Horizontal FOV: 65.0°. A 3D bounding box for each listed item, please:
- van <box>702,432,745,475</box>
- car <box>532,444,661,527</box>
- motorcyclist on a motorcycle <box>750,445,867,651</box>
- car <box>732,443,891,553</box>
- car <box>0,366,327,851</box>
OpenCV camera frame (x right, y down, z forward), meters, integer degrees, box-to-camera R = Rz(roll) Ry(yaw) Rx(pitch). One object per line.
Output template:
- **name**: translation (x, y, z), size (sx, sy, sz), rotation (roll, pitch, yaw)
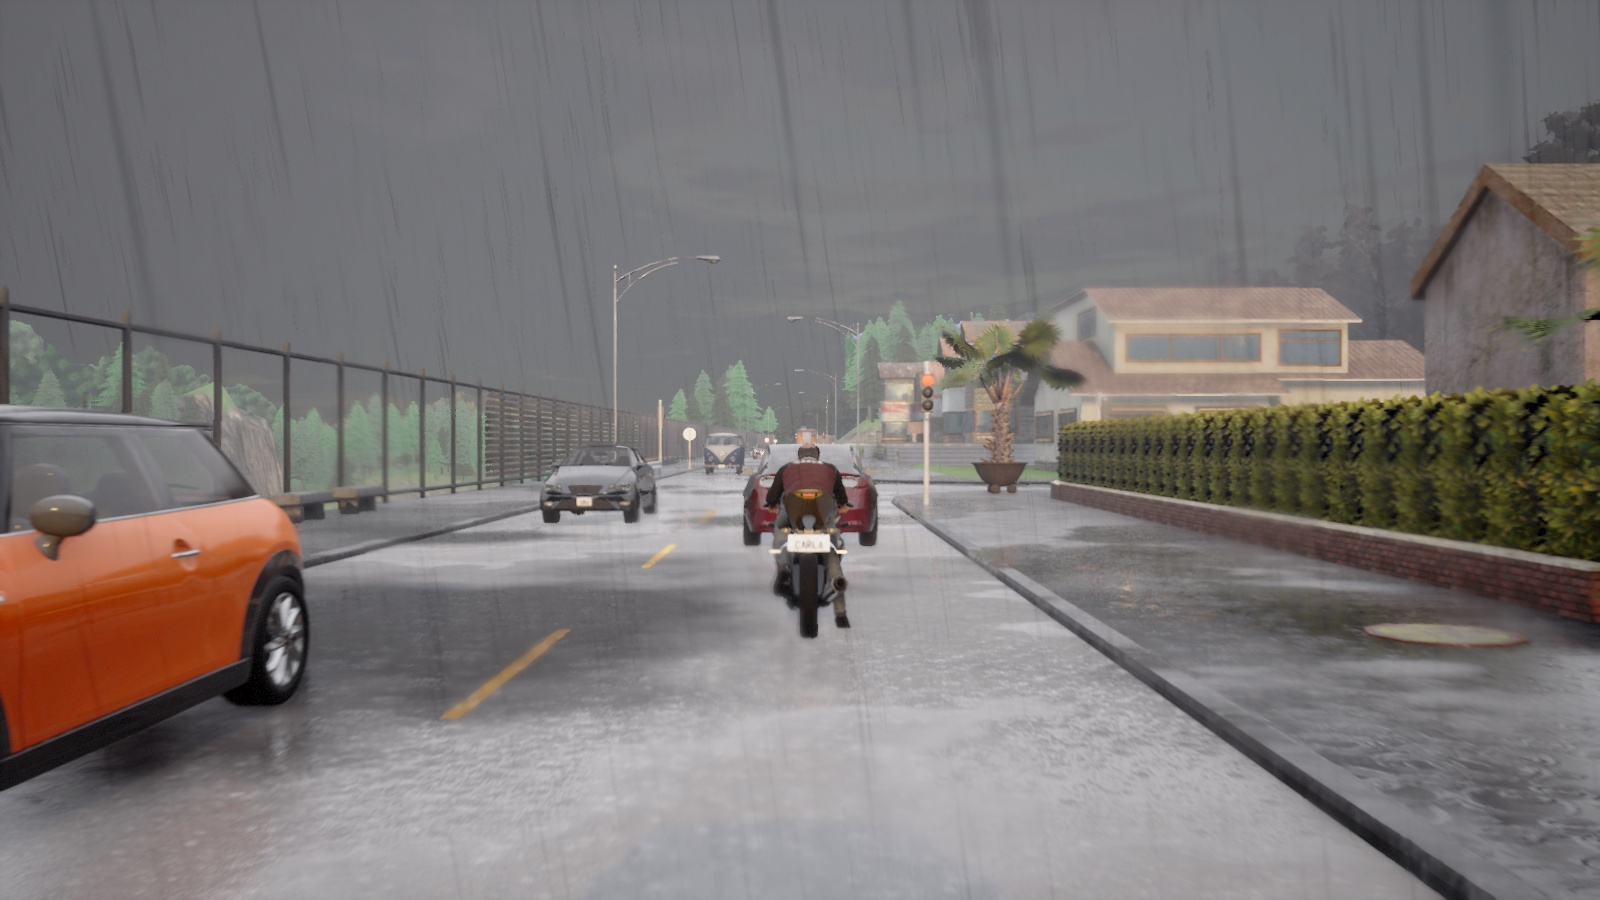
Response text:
- **van**: translation (-3.658, 0.153, 60.890), size (1.775, 1.987, 4.442), rotation (0, 0, 0)
- **car**: translation (-3.859, 0.619, 24.444), size (1.816, 1.474, 4.193), rotation (0, 0, 0)
- **motorcyclist on a motorcycle**: translation (0.071, 0.723, 10.435), size (0.866, 1.530, 2.191), rotation (0, 0, 0)
- **car**: translation (0.144, 0.637, 19.454), size (2.163, 1.488, 4.792), rotation (0, 0, 0)
- **car**: translation (-3.956, 0.571, 5.409), size (2.097, 1.767, 4.553), rotation (0, 0, 0)
